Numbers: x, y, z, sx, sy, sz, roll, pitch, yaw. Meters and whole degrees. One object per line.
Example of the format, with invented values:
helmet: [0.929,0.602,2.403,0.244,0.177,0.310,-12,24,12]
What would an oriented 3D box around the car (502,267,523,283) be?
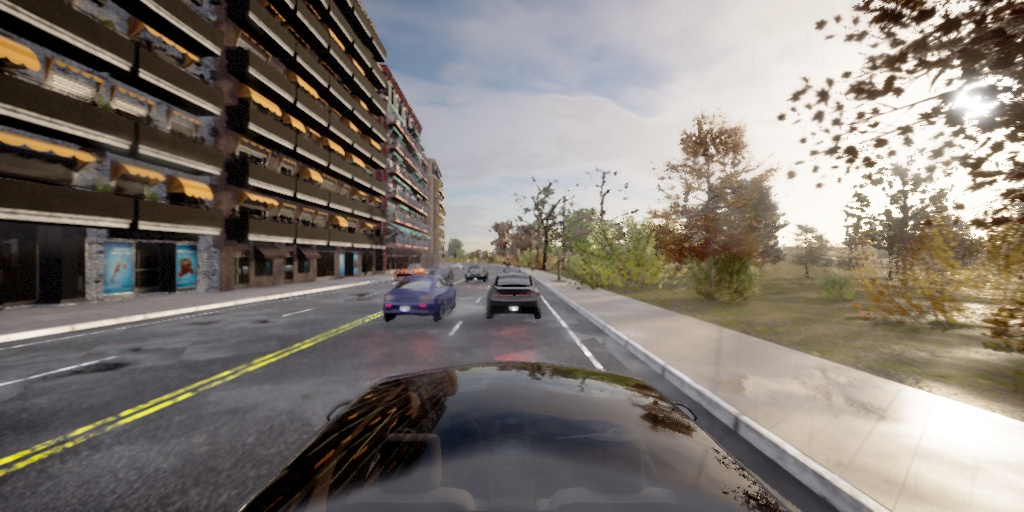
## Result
car: [0.029,1.764,33.762,1.895,1.301,4.718,0,-1,0]

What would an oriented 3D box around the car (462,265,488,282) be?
car: [-3.221,1.764,33.759,1.895,1.301,4.718,0,-1,0]

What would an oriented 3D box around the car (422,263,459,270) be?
car: [-6.677,1.659,34.053,2.128,1.511,4.902,0,-1,0]

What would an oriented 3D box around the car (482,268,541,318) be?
car: [0.068,1.410,13.707,1.837,1.490,4.892,0,0,0]

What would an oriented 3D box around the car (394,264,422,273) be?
car: [-9.933,1.532,34.993,2.097,1.767,4.553,0,-1,0]

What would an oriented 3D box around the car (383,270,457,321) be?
car: [-3.181,1.419,12.991,1.812,1.442,4.674,0,0,0]
